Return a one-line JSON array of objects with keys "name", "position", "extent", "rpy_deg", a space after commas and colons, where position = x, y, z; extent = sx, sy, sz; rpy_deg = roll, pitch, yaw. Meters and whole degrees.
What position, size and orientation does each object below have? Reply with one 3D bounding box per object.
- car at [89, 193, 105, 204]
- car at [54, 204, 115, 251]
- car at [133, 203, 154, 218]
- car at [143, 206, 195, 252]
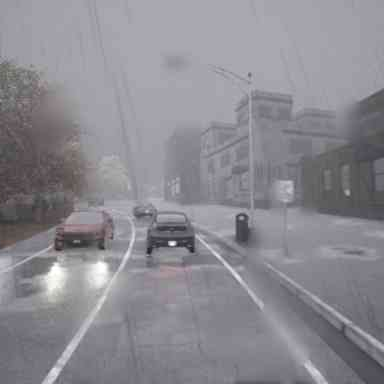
[{"name": "car", "position": [-15.392, 1.196, 53.595], "extent": [2.150, 2.045, 5.566], "rpy_deg": [2, 0, -19]}, {"name": "car", "position": [-4.487, 1.512, 14.464], "extent": [1.882, 1.535, 5.008], "rpy_deg": [1, 0, -8]}, {"name": "car", "position": [-4.485, 1.696, 31.495], "extent": [1.994, 1.385, 4.181], "rpy_deg": [1, 0, -15]}, {"name": "car", "position": [-0.986, 1.565, 14.144], "extent": [1.837, 1.490, 4.892], "rpy_deg": [1, 0, -7]}]
